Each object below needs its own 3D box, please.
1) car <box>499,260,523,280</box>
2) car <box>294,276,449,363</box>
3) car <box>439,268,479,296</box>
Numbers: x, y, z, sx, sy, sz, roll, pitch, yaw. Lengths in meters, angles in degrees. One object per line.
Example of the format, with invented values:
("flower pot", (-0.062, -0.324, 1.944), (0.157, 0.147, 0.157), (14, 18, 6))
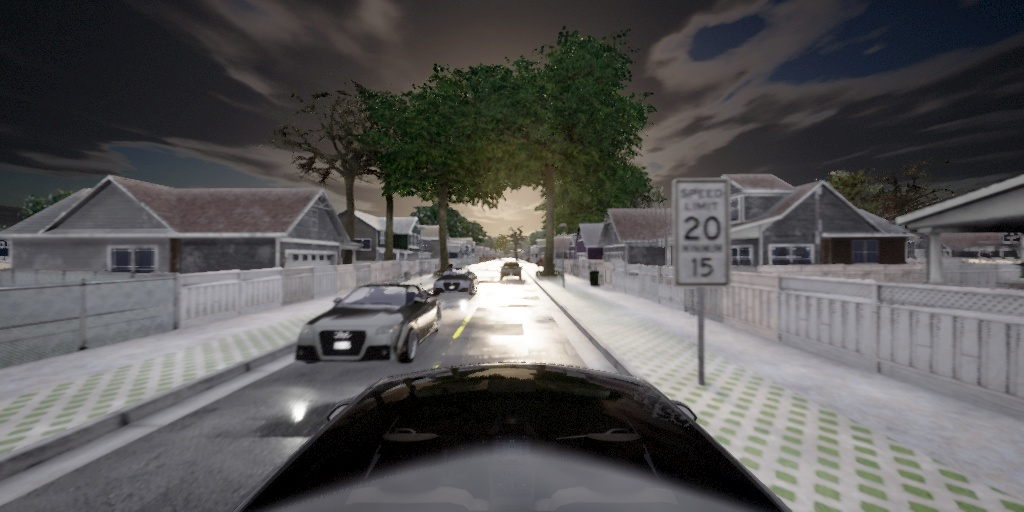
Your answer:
("car", (-0.074, 1.255, 31.255), (1.837, 1.490, 4.892), (0, 0, 0))
("car", (-2.865, 1.324, 8.068), (1.994, 1.385, 4.181), (0, 0, 0))
("car", (-2.913, 1.322, 19.347), (1.994, 1.385, 4.181), (0, 0, 0))
